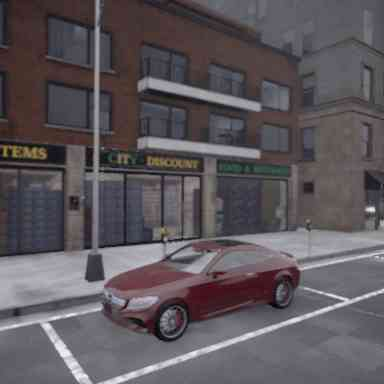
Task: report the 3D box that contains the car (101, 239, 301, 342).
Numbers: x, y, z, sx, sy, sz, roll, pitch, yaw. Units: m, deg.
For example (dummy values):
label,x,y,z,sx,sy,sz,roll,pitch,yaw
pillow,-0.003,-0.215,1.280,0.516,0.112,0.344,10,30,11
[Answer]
label,x,y,z,sx,sy,sz,roll,pitch,yaw
car,0.394,1.622,6.468,4.206,1.307,1.802,1,0,-35
